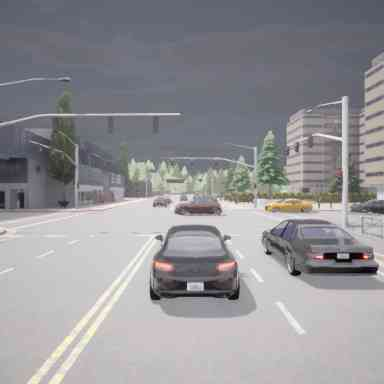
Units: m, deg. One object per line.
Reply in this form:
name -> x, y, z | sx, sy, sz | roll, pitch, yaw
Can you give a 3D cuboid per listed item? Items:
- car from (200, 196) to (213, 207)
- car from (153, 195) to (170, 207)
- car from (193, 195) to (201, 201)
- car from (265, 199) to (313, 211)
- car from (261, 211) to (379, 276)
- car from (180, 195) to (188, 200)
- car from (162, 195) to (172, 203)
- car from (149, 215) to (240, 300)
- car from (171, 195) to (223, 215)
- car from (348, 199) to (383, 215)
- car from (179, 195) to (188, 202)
car -> 2.249, 1.477, 53.505 | 1.882, 1.535, 5.008 | 0, 0, 0
car -> -4.780, 1.564, 50.292 | 1.994, 1.385, 4.181 | 0, 0, -2
car -> 1.342, 1.500, 87.875 | 1.837, 1.490, 4.892 | 0, 0, -1
car -> 10.387, 1.478, 35.852 | 5.008, 1.535, 1.882 | 0, 0, -2
car -> 3.534, 1.547, 10.304 | 2.033, 1.411, 5.357 | 0, 0, 0
car -> -2.183, 1.467, 88.802 | 1.994, 1.385, 4.181 | 0, 0, -1
car -> -5.217, 1.478, 70.600 | 1.882, 1.535, 5.008 | 0, 0, -1
car -> 0.037, 1.526, 8.247 | 1.812, 1.442, 4.674 | 0, 0, -1
car -> 0.570, 1.352, 31.776 | 4.553, 1.767, 2.097 | 0, 0, -4
car -> 17.803, 1.504, 32.571 | 4.892, 1.490, 1.837 | 0, 0, -2
car -> -1.910, 1.533, 78.167 | 2.033, 1.411, 5.357 | 0, 0, -1
